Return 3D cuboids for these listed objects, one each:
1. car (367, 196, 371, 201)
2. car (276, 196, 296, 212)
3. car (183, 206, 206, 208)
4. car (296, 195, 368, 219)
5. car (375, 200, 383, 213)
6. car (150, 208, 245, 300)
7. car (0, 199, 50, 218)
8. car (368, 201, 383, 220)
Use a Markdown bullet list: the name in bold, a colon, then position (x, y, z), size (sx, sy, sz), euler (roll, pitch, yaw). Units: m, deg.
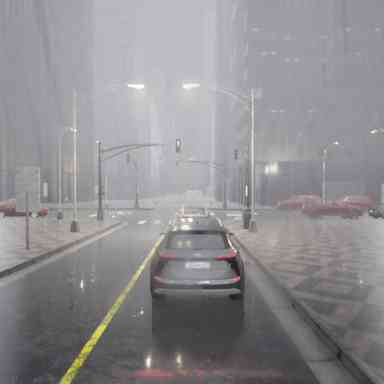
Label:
- **car**: position (17.822, 1.346, 37.709), size (5.009, 1.841, 2.192), euler (0, 1, 0)
- **car**: position (12.178, 1.317, 37.703), size (5.009, 1.841, 2.192), euler (0, 1, 0)
- **car**: position (0.129, 1.504, 17.493), size (1.837, 1.490, 4.892), euler (0, 0, 0)
- **car**: position (12.177, 1.457, 29.179), size (5.009, 1.841, 2.192), euler (0, 1, 0)
- **car**: position (23.463, 1.626, 37.718), size (4.313, 1.339, 1.947), euler (0, 1, 0)
- **car**: position (0.124, 1.427, 8.406), size (2.033, 1.649, 4.856), euler (0, 0, 1)
- **car**: position (-14.864, 1.561, 29.152), size (4.507, 1.381, 1.887), euler (0, 1, 0)
- **car**: position (17.820, 1.736, 29.188), size (4.313, 1.339, 1.947), euler (0, 1, 0)
